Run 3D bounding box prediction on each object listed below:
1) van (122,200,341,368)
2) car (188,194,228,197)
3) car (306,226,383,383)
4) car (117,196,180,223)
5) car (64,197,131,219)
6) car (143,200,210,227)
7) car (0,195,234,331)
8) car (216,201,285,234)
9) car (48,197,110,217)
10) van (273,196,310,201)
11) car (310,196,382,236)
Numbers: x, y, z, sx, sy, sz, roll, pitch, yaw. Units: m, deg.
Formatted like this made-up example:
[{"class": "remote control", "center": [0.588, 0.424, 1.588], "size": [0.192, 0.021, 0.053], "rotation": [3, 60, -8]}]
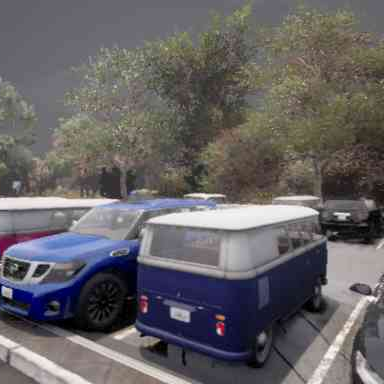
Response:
[{"class": "van", "center": [1.106, 1.267, 5.922], "size": [1.878, 1.987, 4.442], "rotation": [1, 0, 35]}, {"class": "car", "center": [1.370, 1.151, 21.677], "size": [2.435, 2.045, 5.566], "rotation": [1, 0, 35]}, {"class": "car", "center": [3.329, 1.516, 4.206], "size": [2.231, 1.521, 4.892], "rotation": [1, 0, 35]}, {"class": "car", "center": [-3.154, 1.220, 24.897], "size": [2.185, 1.767, 4.553], "rotation": [1, 0, 35]}, {"class": "car", "center": [-7.803, 1.286, 27.938], "size": [1.946, 1.575, 5.366], "rotation": [1, 0, 35]}, {"class": "car", "center": [-0.927, 1.404, 23.240], "size": [2.163, 1.488, 4.792], "rotation": [1, 0, 35]}, {"class": "car", "center": [-1.260, 1.213, 7.427], "size": [2.435, 2.045, 5.566], "rotation": [1, 0, 35]}, {"class": "car", "center": [3.722, 1.428, 20.198], "size": [1.946, 1.575, 5.366], "rotation": [1, 0, 35]}, {"class": "car", "center": [-9.955, 1.261, 29.703], "size": [2.231, 1.521, 4.892], "rotation": [1, 0, 35]}, {"class": "van", "center": [5.944, 1.234, 18.532], "size": [1.878, 1.987, 4.442], "rotation": [1, 0, 35]}, {"class": "car", "center": [8.156, 1.237, 16.851], "size": [2.435, 2.045, 5.566], "rotation": [1, 0, 35]}]
